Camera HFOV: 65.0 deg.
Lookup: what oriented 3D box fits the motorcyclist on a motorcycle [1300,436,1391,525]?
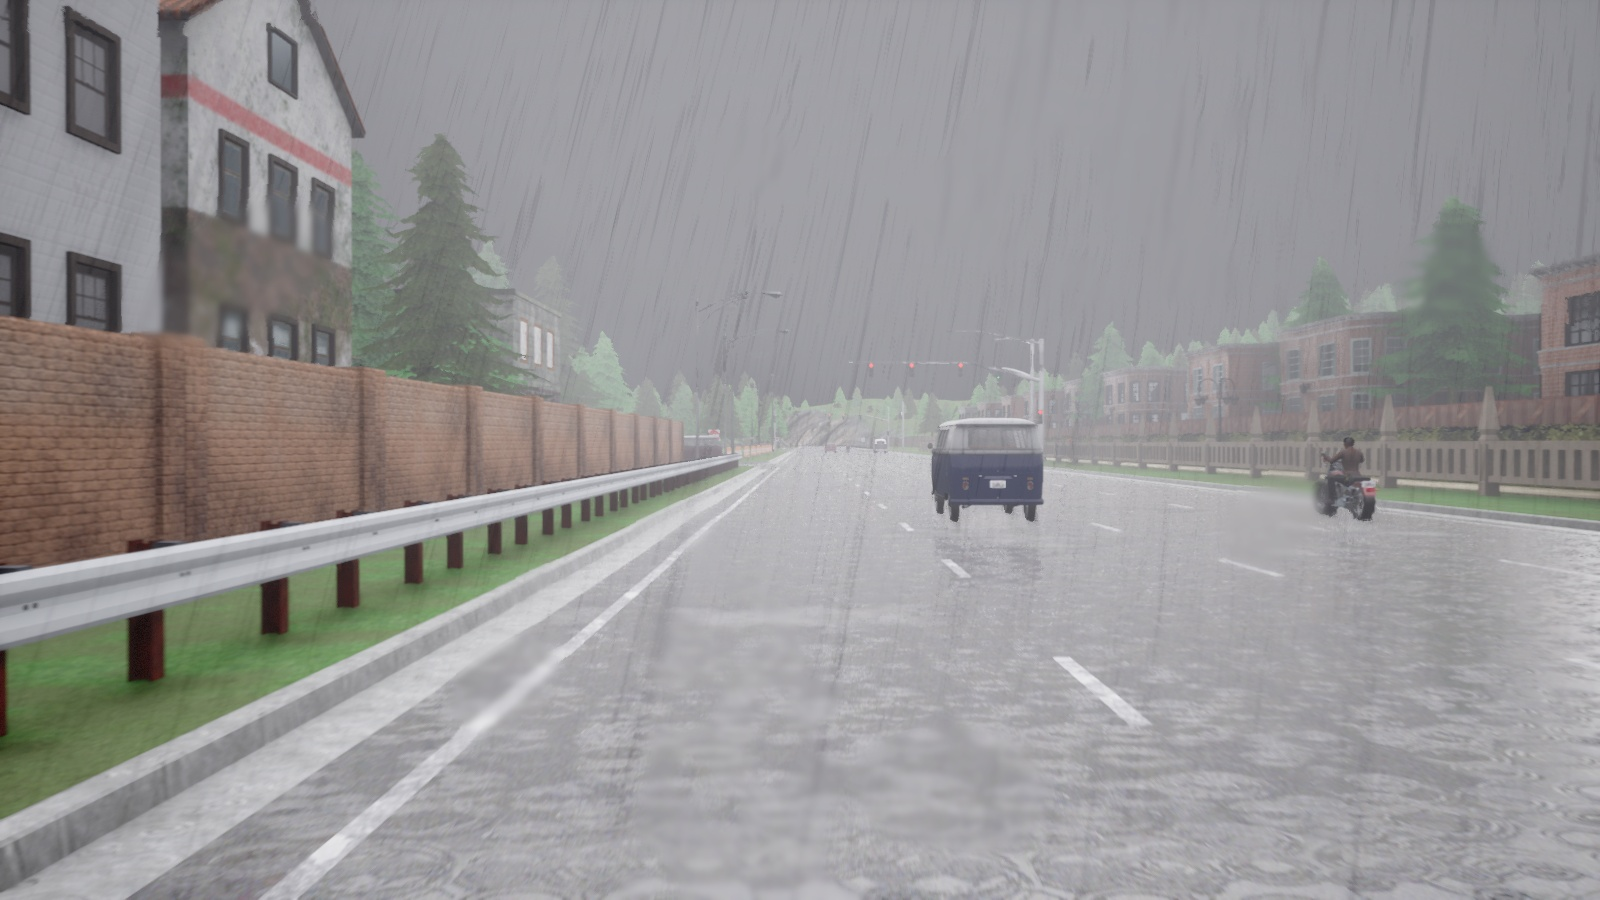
[{"bbox_3d":[10.656,0.567,24.616,0.766,1.649,2.350,0,0,0],"label":"motorcyclist on a motorcycle"}]

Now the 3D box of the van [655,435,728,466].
[{"bbox_3d":[-7.101,0.033,81.866,4.442,1.987,1.775,0,1,-17],"label":"van"}]

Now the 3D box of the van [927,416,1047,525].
[{"bbox_3d":[3.659,0.360,25.249,1.775,1.987,4.442,0,0,0],"label":"van"}]

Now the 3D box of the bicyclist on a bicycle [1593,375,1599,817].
[{"bbox_3d":[3.539,0.596,4.158,0.659,1.776,1.843,0,1,0],"label":"bicyclist on a bicycle"}]
